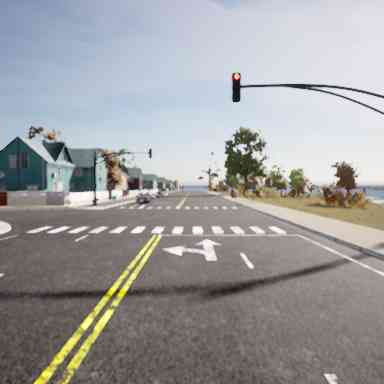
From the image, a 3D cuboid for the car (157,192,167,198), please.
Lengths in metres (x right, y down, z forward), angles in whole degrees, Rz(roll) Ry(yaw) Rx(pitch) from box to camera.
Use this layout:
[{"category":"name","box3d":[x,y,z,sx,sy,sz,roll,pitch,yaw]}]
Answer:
[{"category":"car","box3d":[-6.240,0.574,67.301,1.895,1.301,4.718,0,1,0]}]

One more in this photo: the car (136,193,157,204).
[{"category":"car","box3d":[-6.328,0.850,44.623,2.128,1.511,4.902,0,2,0]}]
